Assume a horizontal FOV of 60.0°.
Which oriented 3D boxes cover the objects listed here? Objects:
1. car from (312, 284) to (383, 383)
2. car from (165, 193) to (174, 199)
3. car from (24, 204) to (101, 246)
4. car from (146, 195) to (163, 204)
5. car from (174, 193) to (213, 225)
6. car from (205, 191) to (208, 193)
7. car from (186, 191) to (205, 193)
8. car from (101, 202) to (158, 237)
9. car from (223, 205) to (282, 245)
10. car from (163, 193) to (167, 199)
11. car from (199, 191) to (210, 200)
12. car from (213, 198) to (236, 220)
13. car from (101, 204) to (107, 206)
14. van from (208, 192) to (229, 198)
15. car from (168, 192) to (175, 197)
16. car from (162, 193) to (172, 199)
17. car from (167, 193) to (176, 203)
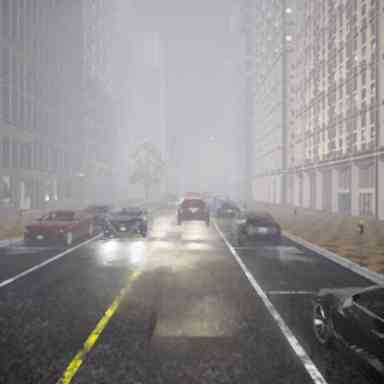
[{"bbox_3d":[2.691,1.541,3.295,1.947,1.339,4.313,0,0,0],"label":"car"},{"bbox_3d":[-5.698,0.900,82.995,1.947,1.339,4.313,0,0,0],"label":"car"},{"bbox_3d":[-5.690,1.437,14.686,1.887,1.381,4.507,0,0,0],"label":"car"},{"bbox_3d":[-5.694,1.152,48.671,1.752,1.417,4.829,0,0,0],"label":"car"},{"bbox_3d":[0.098,1.182,22.839,2.097,1.767,4.553,0,0,0],"label":"car"},{"bbox_3d":[2.687,0.845,60.214,2.192,1.841,5.009,0,0,0],"label":"car"},{"bbox_3d":[0.096,0.908,41.408,2.150,2.045,5.566,0,1,0],"label":"car"},{"bbox_3d":[-3.103,1.440,16.899,1.994,1.385,4.181,0,0,0],"label":"car"},{"bbox_3d":[2.690,1.458,14.679,1.947,1.339,4.313,0,0,0],"label":"car"},{"bbox_3d":[-5.694,1.128,54.534,2.008,1.369,4.403,0,0,0],"label":"car"},{"bbox_3d":[2.686,0.748,71.598,2.192,1.841,5.009,0,0,0],"label":"car"},{"bbox_3d":[2.689,1.372,26.063,1.947,1.339,4.313,0,0,0],"label":"car"},{"bbox_3d":[-5.691,1.416,20.379,1.947,1.339,4.313,0,0,0],"label":"car"},{"bbox_3d":[2.689,1.103,31.755,1.690,1.788,3.998,0,0,0],"label":"van"},{"bbox_3d":[-5.698,0.814,94.378,1.802,1.307,4.206,0,1,0],"label":"car"},{"bbox_3d":[-5.696,0.935,77.303,2.008,1.369,4.403,0,0,0],"label":"car"},{"bbox_3d":[-3.060,1.053,58.176,1.837,1.490,4.892,0,0,1],"label":"car"}]
